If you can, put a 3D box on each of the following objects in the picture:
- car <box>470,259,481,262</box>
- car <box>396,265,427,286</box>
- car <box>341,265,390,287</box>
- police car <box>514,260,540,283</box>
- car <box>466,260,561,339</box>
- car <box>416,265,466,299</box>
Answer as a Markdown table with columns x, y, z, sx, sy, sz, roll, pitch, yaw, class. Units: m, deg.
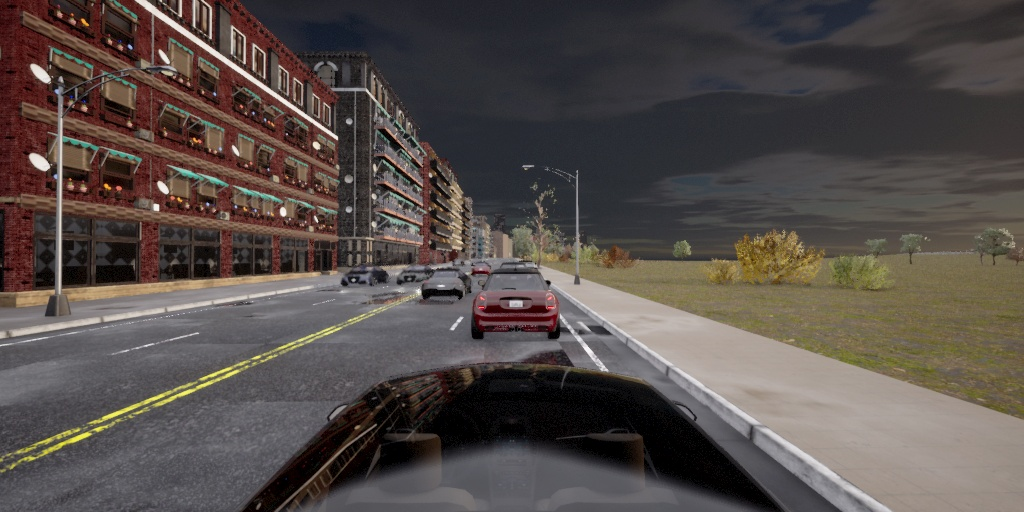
| x | y | z | sx | sy | sz | roll | pitch | yaw | class |
| --- | --- | --- | --- | --- | --- | --- | --- | --- | --- |
| -3.195 | 1.320 | 38.801 | 1.994 | 1.385 | 4.181 | 0 | 0 | 0 | car |
| -6.630 | 1.318 | 25.204 | 1.994 | 1.385 | 4.181 | 0 | 0 | 0 | car |
| -9.878 | 1.318 | 24.377 | 1.994 | 1.385 | 4.181 | 0 | 0 | 0 | car |
| 1.103 | 1.180 | 29.497 | 1.930 | 1.638 | 5.238 | 0 | 0 | 0 | police car |
| 0.082 | 1.104 | 10.230 | 2.097 | 1.767 | 4.553 | 0 | 0 | 0 | car |
| -3.172 | 1.318 | 18.076 | 1.994 | 1.385 | 4.181 | 0 | 0 | 0 | car |
